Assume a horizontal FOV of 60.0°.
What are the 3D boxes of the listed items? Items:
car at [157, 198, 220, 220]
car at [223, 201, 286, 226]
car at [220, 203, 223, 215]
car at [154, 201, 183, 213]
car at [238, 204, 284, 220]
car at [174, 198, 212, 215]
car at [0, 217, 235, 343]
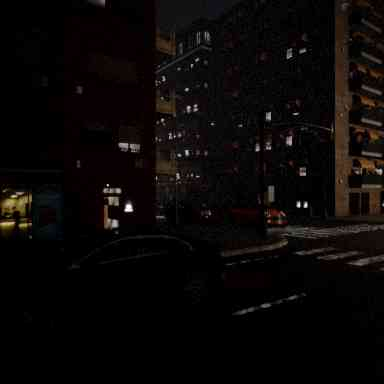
[{"bbox_3d":[-0.376,1.586,27.068,2.192,1.841,5.009,-1,0,-36],"label":"car"},{"bbox_3d":[4.731,1.557,24.598,2.097,1.767,4.553,0,-1,-34],"label":"car"},{"bbox_3d":[3.327,1.899,36.645,1.947,1.339,4.313,-1,0,-36],"label":"car"},{"bbox_3d":[-3.262,2.025,45.623,2.008,1.369,4.403,-1,0,-36],"label":"car"},{"bbox_3d":[6.621,1.844,32.157,1.802,1.307,4.206,-1,0,-36],"label":"car"},{"bbox_3d":[0.027,1.718,41.135,2.192,1.841,5.009,-1,0,-36],"label":"car"},{"bbox_3d":[-1.578,1.492,6.518,4.902,1.511,2.128,0,0,-35],"label":"car"}]
